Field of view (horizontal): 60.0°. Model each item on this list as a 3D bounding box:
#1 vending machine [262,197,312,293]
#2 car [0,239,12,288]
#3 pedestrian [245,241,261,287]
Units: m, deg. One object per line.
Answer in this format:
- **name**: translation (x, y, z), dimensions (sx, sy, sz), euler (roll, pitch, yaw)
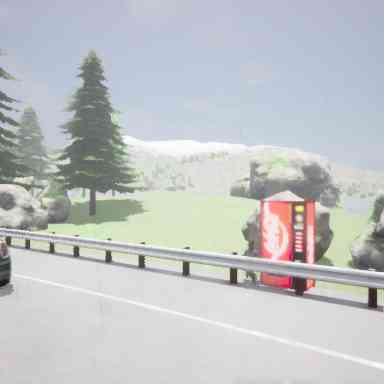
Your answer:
- **vending machine**: translation (2.340, 1.195, 8.114), dimensions (0.880, 2.100, 1.100), euler (0, 0, 34)
- **car**: translation (-6.365, 1.352, 7.830), dimensions (4.553, 1.767, 2.097), euler (0, 0, 31)
- **pedestrian**: translation (1.444, 1.294, 8.107), dimensions (0.375, 1.860, 0.375), euler (0, 0, 34)
